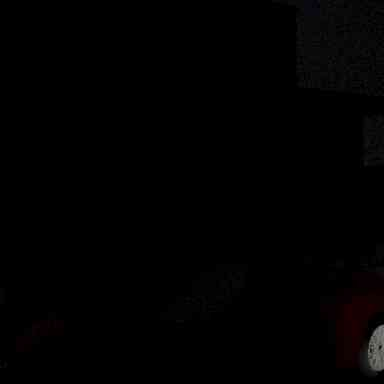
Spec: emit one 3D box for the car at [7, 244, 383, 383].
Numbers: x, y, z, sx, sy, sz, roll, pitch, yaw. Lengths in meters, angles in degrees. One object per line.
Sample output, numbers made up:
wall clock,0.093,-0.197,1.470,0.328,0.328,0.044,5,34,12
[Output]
car,0.580,1.472,4.080,5.008,1.535,1.882,0,0,-32
